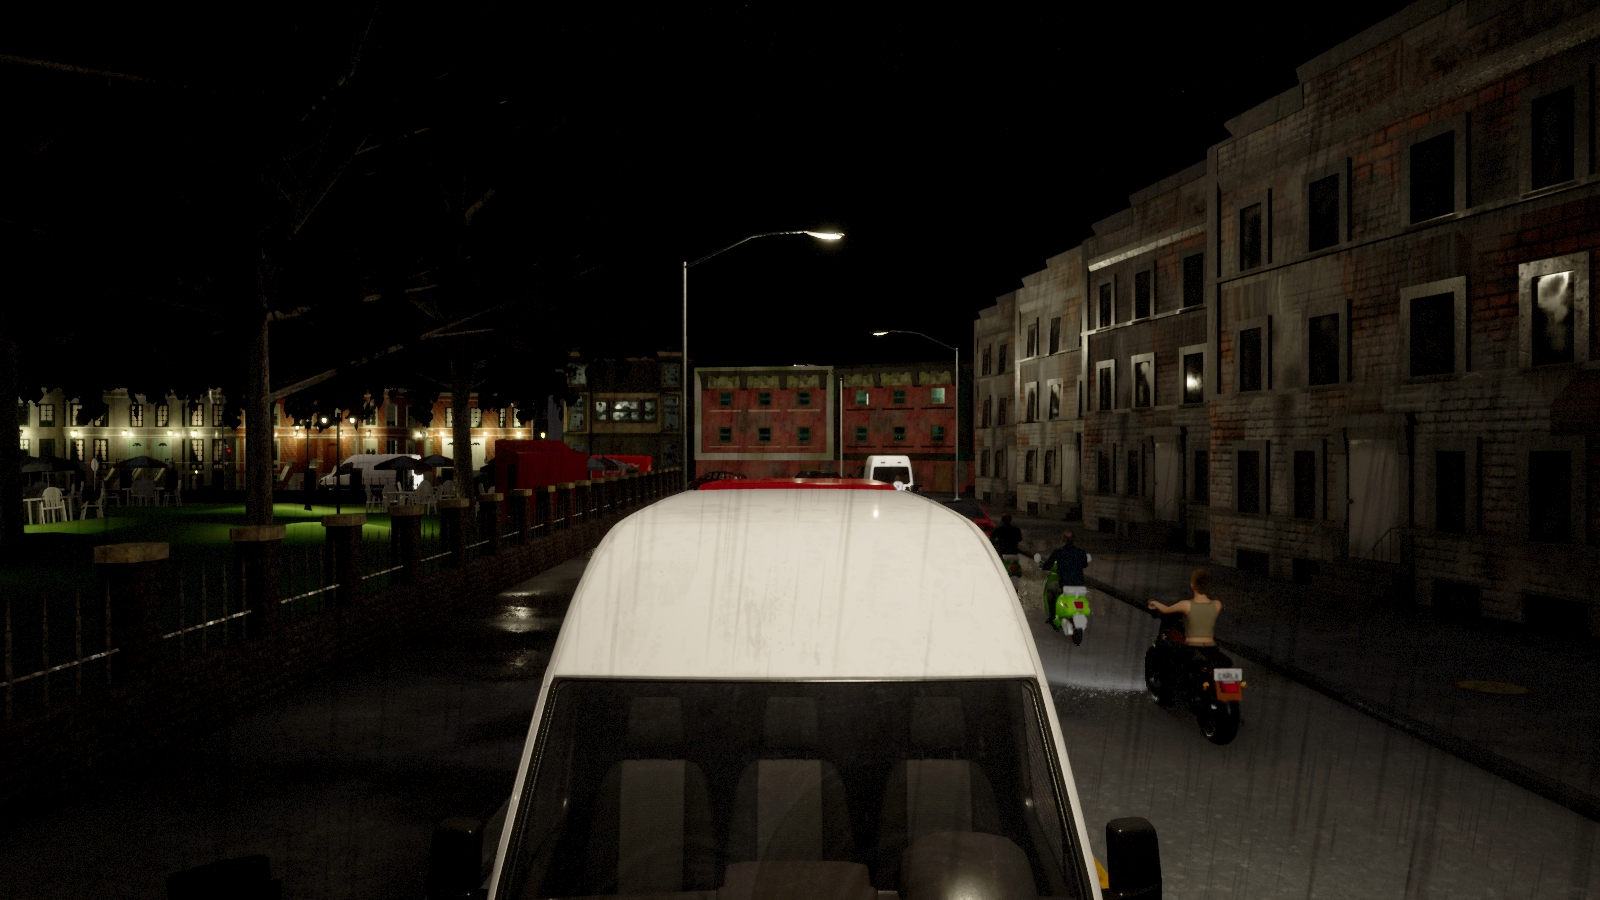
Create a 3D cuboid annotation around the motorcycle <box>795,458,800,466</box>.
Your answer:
[{"bbox_3d":[-0.382,1.962,182.437,0.856,1.236,1.805,0,0,0],"label":"motorcycle"}]

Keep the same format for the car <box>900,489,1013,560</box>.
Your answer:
[{"bbox_3d":[3.912,1.841,29.395,2.231,1.480,4.892,0,0,0],"label":"car"}]

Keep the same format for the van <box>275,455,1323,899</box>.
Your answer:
[{"bbox_3d":[-0.006,1.314,5.127,1.988,2.561,5.915,0,0,0],"label":"van"}]
